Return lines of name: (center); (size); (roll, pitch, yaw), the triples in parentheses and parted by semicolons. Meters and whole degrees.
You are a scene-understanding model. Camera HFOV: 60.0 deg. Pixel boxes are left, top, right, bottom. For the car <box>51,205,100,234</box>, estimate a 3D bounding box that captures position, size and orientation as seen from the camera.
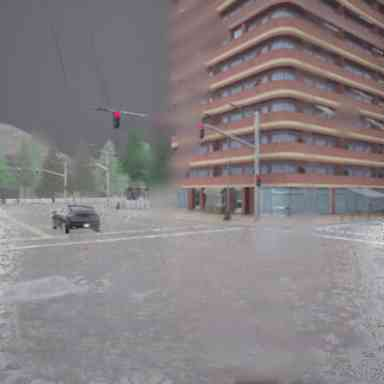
car: (-6.859, 1.511, 19.444); (1.837, 1.490, 4.892); (1, -1, -34)
